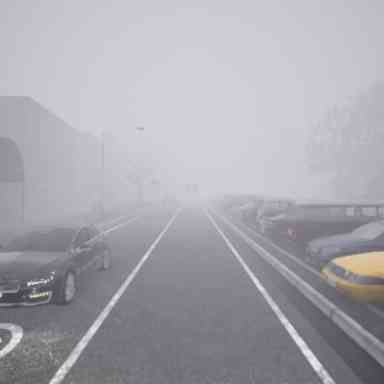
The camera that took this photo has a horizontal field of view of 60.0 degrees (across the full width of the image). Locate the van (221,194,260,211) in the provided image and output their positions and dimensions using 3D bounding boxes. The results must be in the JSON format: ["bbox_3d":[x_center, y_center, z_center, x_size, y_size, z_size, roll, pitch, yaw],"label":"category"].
[{"bbox_3d":[5.810,1.271,40.480,4.442,1.987,1.878,0,0,0],"label":"van"}]

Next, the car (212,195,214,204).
[{"bbox_3d":[5.681,1.498,48.891,4.674,1.452,2.002,0,0,0],"label":"car"}]

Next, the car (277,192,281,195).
[{"bbox_3d":[18.698,1.064,80.107,5.566,2.045,2.435,0,0,0],"label":"car"}]

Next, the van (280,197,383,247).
[{"bbox_3d":[5.843,1.300,12.440,4.442,1.987,1.878,0,0,0],"label":"van"}]

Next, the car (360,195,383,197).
[{"bbox_3d":[18.757,1.291,29.900,5.566,2.045,2.435,0,0,0],"label":"car"}]

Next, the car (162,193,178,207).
[{"bbox_3d":[-3.306,1.191,51.544,2.150,2.045,5.566,0,0,0],"label":"car"}]

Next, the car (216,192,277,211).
[{"bbox_3d":[5.672,1.272,34.873,5.566,2.045,2.435,0,0,0],"label":"car"}]

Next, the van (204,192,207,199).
[{"bbox_3d":[5.534,1.103,76.922,4.442,1.987,1.878,0,0,0],"label":"van"}]

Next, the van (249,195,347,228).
[{"bbox_3d":[5.603,1.317,18.050,4.442,1.987,1.878,0,0,0],"label":"van"}]

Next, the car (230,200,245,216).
[{"bbox_3d":[5.707,1.588,26.462,4.674,1.452,2.002,0,0,0],"label":"car"}]

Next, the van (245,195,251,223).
[{"bbox_3d":[5.833,1.321,20.852,4.442,1.987,1.878,0,0,0],"label":"van"}]

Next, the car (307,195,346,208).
[{"bbox_3d":[18.797,1.345,46.557,4.553,1.767,2.185,0,0,0],"label":"car"}]

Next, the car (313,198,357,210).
[{"bbox_3d":[18.741,1.513,43.781,4.792,1.488,2.163,0,0,0],"label":"car"}]

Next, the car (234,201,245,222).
[{"bbox_3d":[5.742,1.580,23.654,4.792,1.488,2.163,0,0,0],"label":"car"}]

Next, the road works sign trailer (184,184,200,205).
[{"bbox_3d":[0.002,0.407,57.401,2.380,3.560,2.880,0,0,1],"label":"road works sign trailer"}]

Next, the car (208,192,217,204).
[{"bbox_3d":[5.652,1.194,51.693,5.566,2.045,2.435,0,0,0],"label":"car"}]

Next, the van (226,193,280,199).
[{"bbox_3d":[5.820,1.310,32.073,4.442,1.987,1.878,0,0,0],"label":"van"}]

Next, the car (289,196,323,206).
[{"bbox_3d":[18.762,1.433,54.885,4.892,1.521,2.231,0,0,0],"label":"car"}]

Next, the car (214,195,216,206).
[{"bbox_3d":[5.684,1.485,43.285,4.892,1.521,2.231,0,0,0],"label":"car"}]

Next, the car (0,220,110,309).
[{"bbox_3d":[-3.348,1.525,8.145,1.837,1.490,4.892,0,0,0],"label":"car"}]

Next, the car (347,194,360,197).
[{"bbox_3d":[18.811,1.284,32.677,5.566,2.045,2.435,0,0,0],"label":"car"}]

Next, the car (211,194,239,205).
[{"bbox_3d":[5.643,1.294,57.300,4.553,1.767,2.185,0,0,0],"label":"car"}]

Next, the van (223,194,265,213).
[{"bbox_3d":[5.813,1.284,37.677,4.442,1.987,1.878,0,0,0],"label":"van"}]

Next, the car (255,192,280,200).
[{"bbox_3d":[18.694,1.052,82.768,5.566,2.045,2.435,0,0,0],"label":"car"}]

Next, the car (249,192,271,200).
[{"bbox_3d":[18.686,1.024,91.124,5.566,2.045,2.435,0,0,0],"label":"car"}]

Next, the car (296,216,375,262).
[{"bbox_3d":[5.732,1.557,9.636,4.674,1.452,2.002,0,0,0],"label":"car"}]

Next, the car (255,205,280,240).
[{"bbox_3d":[5.718,1.535,15.242,5.008,1.535,2.097,0,0,0],"label":"car"}]

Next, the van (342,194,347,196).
[{"bbox_3d":[18.896,1.296,35.454,4.442,1.987,1.878,0,0,0],"label":"van"}]

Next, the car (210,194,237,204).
[{"bbox_3d":[5.639,1.281,60.104,4.553,1.767,2.185,0,0,0],"label":"car"}]

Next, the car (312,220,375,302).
[{"bbox_3d":[5.548,1.505,6.833,5.366,1.575,1.946,0,0,0],"label":"car"}]

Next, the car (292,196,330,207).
[{"bbox_3d":[18.574,1.442,52.108,5.366,1.575,1.946,0,0,0],"label":"car"}]

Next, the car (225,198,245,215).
[{"bbox_3d":[5.713,1.543,29.266,4.892,1.521,2.231,0,0,0],"label":"car"}]

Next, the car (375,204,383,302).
[{"bbox_3d":[5.708,1.248,4.030,5.566,2.045,2.435,0,0,0],"label":"car"}]
